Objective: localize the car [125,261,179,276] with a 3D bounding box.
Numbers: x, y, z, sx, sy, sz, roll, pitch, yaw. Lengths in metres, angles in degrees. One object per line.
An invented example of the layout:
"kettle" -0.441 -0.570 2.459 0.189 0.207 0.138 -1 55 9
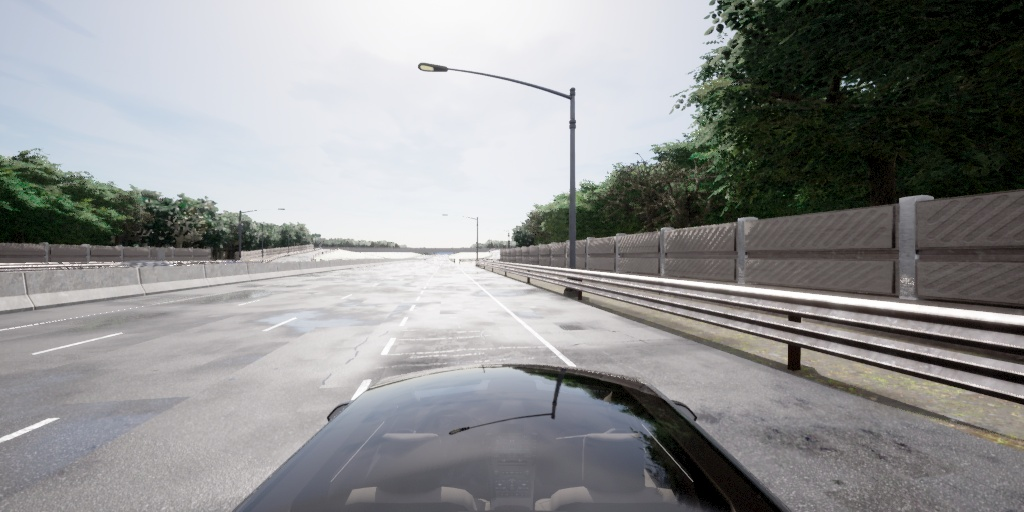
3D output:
"car" -38.876 1.303 38.916 1.812 1.442 4.674 0 0 -10

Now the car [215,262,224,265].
"car" -36.675 1.337 46.374 2.033 1.411 5.357 0 0 -10

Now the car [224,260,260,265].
"car" -32.757 1.263 44.369 1.882 1.535 5.008 0 0 -10

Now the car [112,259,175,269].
"car" -25.499 1.109 24.361 2.097 1.767 4.553 0 0 -11
